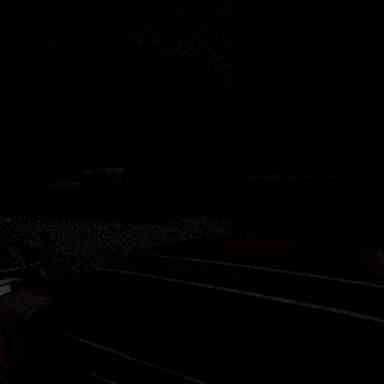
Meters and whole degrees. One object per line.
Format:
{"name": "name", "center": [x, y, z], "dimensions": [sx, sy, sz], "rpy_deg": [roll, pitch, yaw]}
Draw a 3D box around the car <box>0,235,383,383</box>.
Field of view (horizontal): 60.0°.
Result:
{"name": "car", "center": [0.111, 1.314, 2.719], "dimensions": [5.009, 1.841, 2.192], "rpy_deg": [0, 1, 36]}
